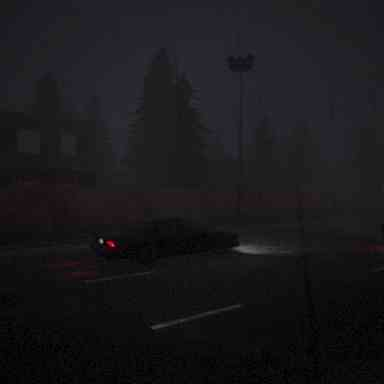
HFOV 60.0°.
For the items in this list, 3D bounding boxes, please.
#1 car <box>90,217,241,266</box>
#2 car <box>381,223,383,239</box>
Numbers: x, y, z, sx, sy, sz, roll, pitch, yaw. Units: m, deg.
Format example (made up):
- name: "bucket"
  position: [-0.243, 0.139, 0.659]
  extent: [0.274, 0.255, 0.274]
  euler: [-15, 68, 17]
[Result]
- name: "car"
  position: [-0.763, 1.603, 11.799]
  extent: [5.357, 1.411, 2.033]
  euler: [1, 0, -36]
- name: "car"
  position: [10.847, 1.666, 15.781]
  extent: [4.892, 1.490, 1.837]
  euler: [0, 0, -35]
